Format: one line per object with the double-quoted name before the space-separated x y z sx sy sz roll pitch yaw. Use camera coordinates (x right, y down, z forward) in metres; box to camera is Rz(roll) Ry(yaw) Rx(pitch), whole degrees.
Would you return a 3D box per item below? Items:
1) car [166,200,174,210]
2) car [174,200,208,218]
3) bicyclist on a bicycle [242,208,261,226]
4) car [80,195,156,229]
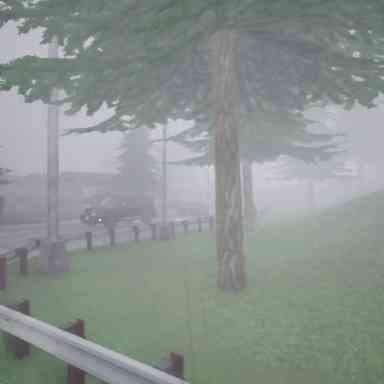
"car" -1.622 1.633 41.222 1.994 1.385 4.181 0 0 -43
"car" 0.187 1.543 31.333 1.837 1.490 4.892 0 0 16
"bicyclist on a bicycle" 3.889 1.463 22.613 1.656 1.620 0.582 -1 1 36
"car" -4.827 1.257 22.634 2.150 2.045 5.566 0 0 36
